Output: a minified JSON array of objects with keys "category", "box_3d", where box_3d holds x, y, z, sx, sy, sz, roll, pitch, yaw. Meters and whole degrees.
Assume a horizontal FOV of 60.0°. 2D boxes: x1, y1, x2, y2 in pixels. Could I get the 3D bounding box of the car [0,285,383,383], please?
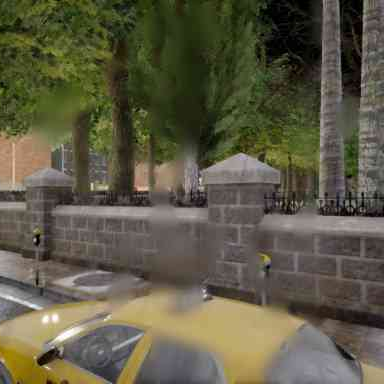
[{"category":"car","box_3d":[-0.221,1.526,2.976,4.829,1.417,1.752,0,-1,35]}]
